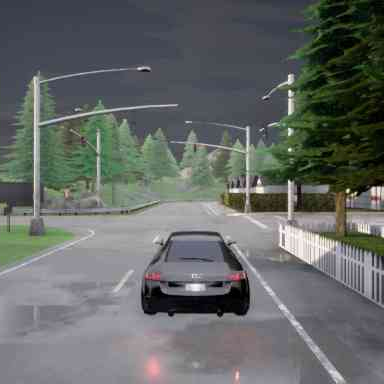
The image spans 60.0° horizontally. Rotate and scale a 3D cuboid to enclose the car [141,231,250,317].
[{"bbox_3d":[0.077,1.564,7.565,1.994,1.385,4.181,0,0,1],"label":"car"}]
